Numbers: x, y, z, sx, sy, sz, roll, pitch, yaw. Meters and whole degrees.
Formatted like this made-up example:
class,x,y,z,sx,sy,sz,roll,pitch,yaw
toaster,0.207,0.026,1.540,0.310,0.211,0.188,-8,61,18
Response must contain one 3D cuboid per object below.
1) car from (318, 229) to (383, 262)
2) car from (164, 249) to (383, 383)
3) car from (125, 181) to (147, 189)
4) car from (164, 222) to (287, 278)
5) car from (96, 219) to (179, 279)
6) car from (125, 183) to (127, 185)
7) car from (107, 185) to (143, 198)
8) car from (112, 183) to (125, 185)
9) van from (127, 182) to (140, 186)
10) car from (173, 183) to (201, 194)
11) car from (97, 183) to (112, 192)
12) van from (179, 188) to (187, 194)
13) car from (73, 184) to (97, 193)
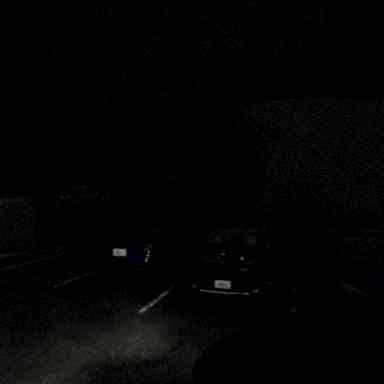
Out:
class,x,y,z,sx,sy,sz,roll,pitch,yaw
car,3.672,1.531,6.835,2.002,1.452,4.674,0,-1,16
car,2.249,1.475,1.830,5.008,1.535,1.882,0,0,36
car,-12.371,-1.572,73.756,4.553,1.767,2.185,1,5,35
car,1.277,1.515,8.572,2.231,1.521,4.892,0,-1,17
car,-1.080,1.569,10.374,2.163,1.488,4.792,0,-1,17
car,-14.824,-1.239,72.109,4.792,1.488,2.163,1,5,35
car,-10.929,0.191,54.092,5.008,1.535,2.097,3,6,37
car,-17.187,-1.213,70.367,4.553,1.767,2.185,1,5,35
van,-8.329,-0.205,55.639,4.442,1.987,1.878,4,6,37
car,-0.930,-0.646,60.656,4.553,1.767,2.185,3,6,36
car,-19.588,-0.879,68.688,4.792,1.488,2.163,1,5,35
van,-3.511,-0.572,59.051,4.442,1.987,1.878,4,7,37
car,-22.020,-0.689,67.007,4.674,1.452,2.002,1,5,35
